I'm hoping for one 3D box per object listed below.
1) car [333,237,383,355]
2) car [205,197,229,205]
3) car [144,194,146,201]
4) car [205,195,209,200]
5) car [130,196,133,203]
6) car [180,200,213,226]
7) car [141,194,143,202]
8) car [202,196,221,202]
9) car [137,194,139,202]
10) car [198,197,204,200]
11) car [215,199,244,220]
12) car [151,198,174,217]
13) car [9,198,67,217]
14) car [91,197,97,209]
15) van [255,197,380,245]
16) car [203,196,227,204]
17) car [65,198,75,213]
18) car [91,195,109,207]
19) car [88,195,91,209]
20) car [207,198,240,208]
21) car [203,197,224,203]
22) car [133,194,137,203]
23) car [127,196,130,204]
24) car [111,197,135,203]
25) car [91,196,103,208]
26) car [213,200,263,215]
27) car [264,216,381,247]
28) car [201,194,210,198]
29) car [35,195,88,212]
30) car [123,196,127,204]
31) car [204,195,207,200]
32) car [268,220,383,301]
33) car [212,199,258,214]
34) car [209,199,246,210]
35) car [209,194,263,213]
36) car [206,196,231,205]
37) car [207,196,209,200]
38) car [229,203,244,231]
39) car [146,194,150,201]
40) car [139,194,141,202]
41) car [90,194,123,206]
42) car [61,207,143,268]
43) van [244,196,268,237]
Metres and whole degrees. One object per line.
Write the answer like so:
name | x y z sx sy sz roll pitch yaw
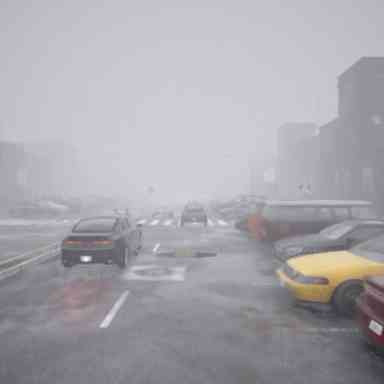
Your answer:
car | 4.711 1.496 4.059 5.008 1.535 2.097 0 0 0
car | 4.871 1.737 65.322 4.674 1.452 2.002 0 0 0
car | -15.415 1.828 88.087 5.008 1.535 2.097 0 0 0
car | 4.985 1.635 48.521 5.366 1.575 1.946 0 0 0
car | -15.653 1.706 68.782 5.366 1.575 1.946 0 0 0
car | 0.138 1.583 24.311 2.128 1.511 4.902 0 0 0
car | -15.463 1.817 82.574 4.792 1.488 2.163 0 0 0
car | 4.989 1.836 84.774 4.792 1.488 2.163 0 0 0
car | -15.419 1.782 77.058 4.792 1.488 2.163 0 0 0
car | 0.165 1.705 41.707 1.994 1.385 4.181 0 0 0
car | 4.720 1.615 29.074 4.792 1.488 2.163 0 0 0
car | -2.843 1.643 33.085 1.812 1.442 4.674 0 0 0
car | -15.458 1.659 32.937 4.792 1.488 2.163 0 0 0
car | -15.479 1.686 43.838 4.674 1.452 2.002 0 0 0
van | 4.844 1.303 12.398 4.442 1.987 1.878 0 0 0
car | 4.905 1.725 70.878 4.892 1.521 2.231 0 0 0
car | -15.488 1.675 35.695 4.674 1.452 2.002 0 0 0
car | -15.473 1.652 49.483 5.008 1.535 2.097 0 0 0
car | -15.452 1.517 41.211 4.553 1.767 2.185 0 0 0
car | 4.782 1.675 51.302 4.792 1.488 2.163 0 0 0
car | 4.920 1.795 76.437 4.674 1.452 2.002 0 0 0
car | -15.276 1.720 71.545 5.366 1.575 1.946 0 0 0
car | -15.499 1.727 66.026 4.792 1.488 2.163 0 0 0
car | -15.425 1.767 74.302 4.792 1.488 2.163 0 0 0
car | -15.478 1.689 46.726 4.674 1.452 2.002 0 0 0
car | 4.750 1.602 34.633 4.892 1.521 2.231 0 0 0
car | 4.726 1.558 9.618 4.674 1.452 2.002 0 0 0
car | 4.877 1.422 59.640 5.566 2.045 2.435 0 0 0
car | -15.456 1.388 38.453 5.566 2.045 2.435 0 0 0
car | -15.656 1.684 63.268 5.366 1.575 1.946 0 0 0
car | 4.795 1.683 54.079 4.792 1.488 2.163 0 0 0
car | 4.534 1.504 6.838 5.366 1.575 1.946 0 0 0
car | 4.766 1.609 37.413 5.008 1.535 2.097 0 0 0
car | 4.816 1.660 45.744 4.792 1.488 2.163 0 0 0
car | 4.725 1.342 31.855 5.566 2.045 2.435 0 0 0
car | 4.893 1.559 62.452 4.553 1.767 2.185 0 0 0
car | 4.780 1.624 43.089 5.008 1.535 2.097 0 0 0
car | 4.728 1.549 17.956 4.892 1.521 2.231 0 0 0
car | -15.435 1.622 93.604 5.566 2.045 2.435 0 0 0
car | -15.439 1.810 79.779 4.674 1.452 2.002 0 0 0
car | -15.446 1.418 57.756 5.566 2.045 2.435 0 0 0
car | -2.886 1.526 11.461 1.837 1.490 4.892 0 1 0
van | 4.848 1.313 15.177 4.442 1.987 1.878 0 0 0
